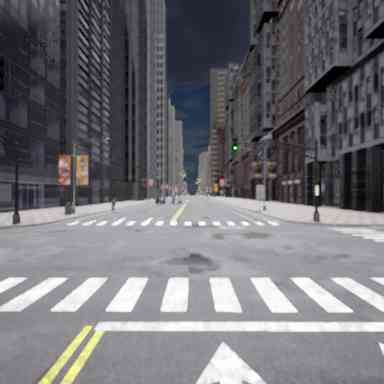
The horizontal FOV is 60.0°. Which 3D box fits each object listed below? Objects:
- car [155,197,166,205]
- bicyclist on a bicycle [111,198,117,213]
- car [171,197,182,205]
[{"bbox_3d":[-6.300,1.763,66.821,1.882,1.535,5.008,0,0,0],"label":"car"},{"bbox_3d":[-8.635,1.495,36.503,0.659,1.776,1.843,0,0,0],"label":"bicyclist on a bicycle"},{"bbox_3d":[-3.050,1.775,66.812,2.128,1.511,4.902,0,0,0],"label":"car"}]
